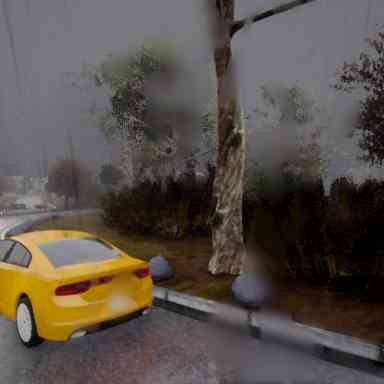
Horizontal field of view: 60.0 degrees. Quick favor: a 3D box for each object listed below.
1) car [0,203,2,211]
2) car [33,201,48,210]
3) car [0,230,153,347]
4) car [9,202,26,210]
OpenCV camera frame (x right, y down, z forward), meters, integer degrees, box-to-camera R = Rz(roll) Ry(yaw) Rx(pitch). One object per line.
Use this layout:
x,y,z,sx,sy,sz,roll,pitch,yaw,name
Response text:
-24.878,1.759,39.106,2.150,2.045,5.566,0,-1,6,car
-26.949,2.291,59.255,1.882,1.535,5.008,0,-1,-18,car
-2.873,1.497,6.524,5.008,1.535,1.882,0,0,43,car
-29.458,2.374,56.280,1.994,1.385,4.181,0,0,-15,car
